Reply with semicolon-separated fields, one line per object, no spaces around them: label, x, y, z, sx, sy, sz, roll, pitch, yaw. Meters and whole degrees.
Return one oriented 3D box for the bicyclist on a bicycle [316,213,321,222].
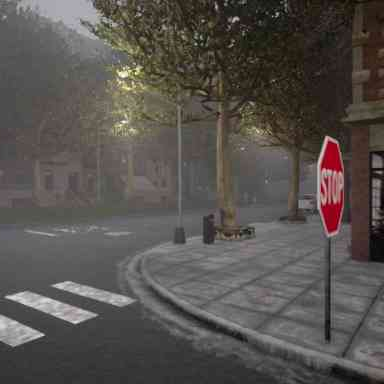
bicyclist on a bicycle;9.397;1.299;22.907;1.656;1.620;0.582;0;0;36

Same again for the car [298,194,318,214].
car;12.855;1.225;35.733;2.435;2.045;5.566;0;0;36
